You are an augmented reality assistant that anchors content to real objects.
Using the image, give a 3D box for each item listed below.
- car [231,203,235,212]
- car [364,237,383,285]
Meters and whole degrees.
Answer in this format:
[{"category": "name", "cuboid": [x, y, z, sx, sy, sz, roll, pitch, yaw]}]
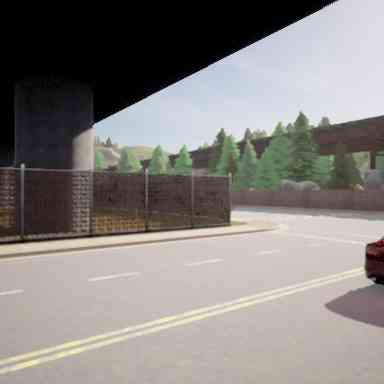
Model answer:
[{"category": "car", "cuboid": [2.947, 1.494, 38.513, 1.837, 1.490, 4.892, 0, 0, -36]}, {"category": "car", "cuboid": [6.264, 1.473, 8.241, 5.008, 1.535, 1.882, 0, 0, -35]}]
